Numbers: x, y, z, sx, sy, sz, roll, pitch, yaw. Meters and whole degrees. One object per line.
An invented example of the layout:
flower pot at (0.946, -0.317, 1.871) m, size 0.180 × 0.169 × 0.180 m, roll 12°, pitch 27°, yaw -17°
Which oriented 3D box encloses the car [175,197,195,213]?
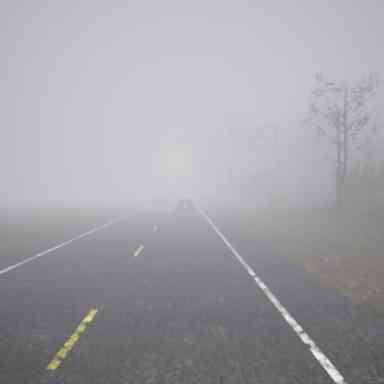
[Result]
car at (-0.718, 1.350, 33.338) m, size 1.994 × 1.385 × 4.181 m, roll -1°, pitch 0°, yaw -1°

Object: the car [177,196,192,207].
car at (-1.015, 1.308, 45.732) m, size 1.895 × 1.301 × 4.718 m, roll -1°, pitch 0°, yaw -1°

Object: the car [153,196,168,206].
car at (-4.629, 1.317, 48.796) m, size 1.994 × 1.385 × 4.181 m, roll -1°, pitch 0°, yaw -1°
